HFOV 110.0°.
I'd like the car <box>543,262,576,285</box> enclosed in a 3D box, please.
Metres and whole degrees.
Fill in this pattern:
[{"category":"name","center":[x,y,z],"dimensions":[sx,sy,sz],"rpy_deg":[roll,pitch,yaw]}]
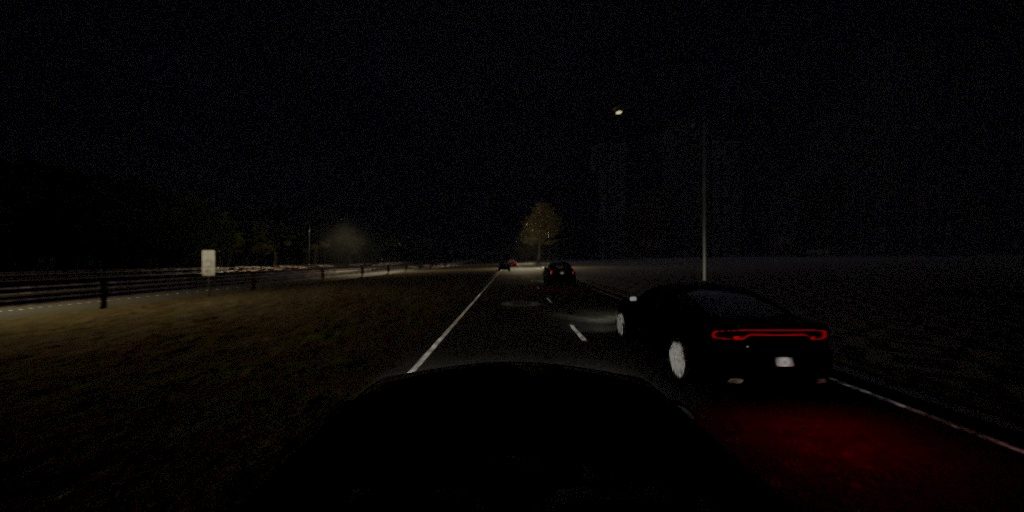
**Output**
[{"category":"car","center":[3.600,1.256,27.780],"dimensions":[2.097,1.767,4.553],"rpy_deg":[0,0,0]}]

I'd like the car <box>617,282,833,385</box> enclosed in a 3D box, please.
[{"category":"car","center":[3.599,1.260,7.210],"dimensions":[1.882,1.535,5.008],"rpy_deg":[0,0,0]}]

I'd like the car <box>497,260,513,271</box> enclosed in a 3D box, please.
[{"category":"car","center":[-1.223,1.619,56.345],"dimensions":[1.812,1.442,4.674],"rpy_deg":[0,0,0]}]
